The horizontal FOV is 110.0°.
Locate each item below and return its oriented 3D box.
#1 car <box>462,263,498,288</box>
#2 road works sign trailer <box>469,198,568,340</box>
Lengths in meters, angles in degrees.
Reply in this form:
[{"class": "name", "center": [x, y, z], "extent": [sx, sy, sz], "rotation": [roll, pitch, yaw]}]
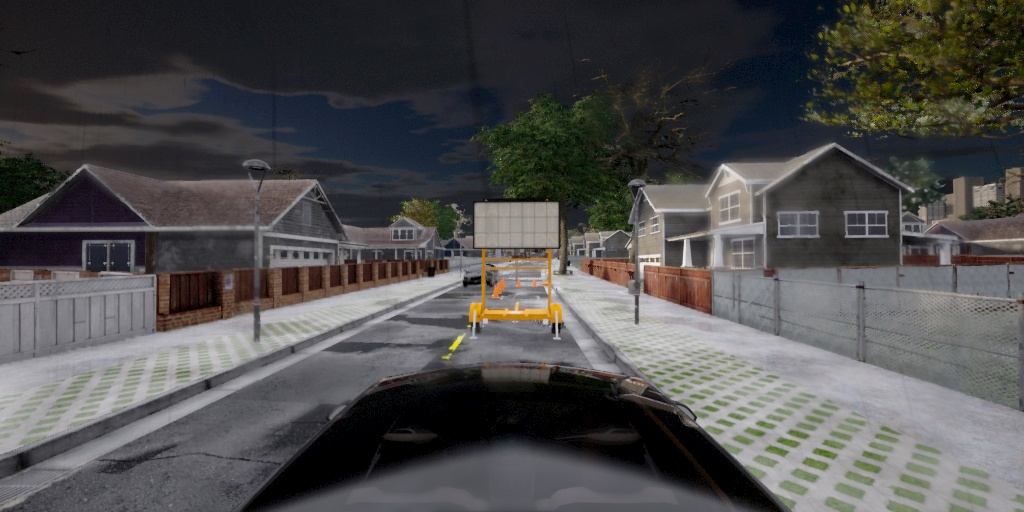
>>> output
[{"class": "car", "center": [-1.995, 1.232, 23.494], "extent": [1.837, 1.490, 4.892], "rotation": [0, 0, 3]}, {"class": "road works sign trailer", "center": [0.132, 0.211, 10.011], "extent": [2.380, 3.560, 2.880], "rotation": [0, 0, 2]}]
